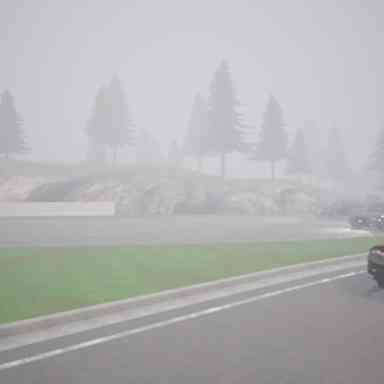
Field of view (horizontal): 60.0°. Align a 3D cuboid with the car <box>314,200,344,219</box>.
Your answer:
[{"bbox_3d":[12.469,1.424,27.805,4.902,1.511,2.128,0,0,-22],"label":"car"}]

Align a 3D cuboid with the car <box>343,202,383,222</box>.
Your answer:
[{"bbox_3d":[11.588,1.509,19.948,4.181,1.385,1.994,0,0,-21],"label":"car"}]

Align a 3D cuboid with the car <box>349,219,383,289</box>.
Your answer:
[{"bbox_3d":[6.060,1.466,7.627,4.902,1.511,2.128,0,0,-31],"label":"car"}]

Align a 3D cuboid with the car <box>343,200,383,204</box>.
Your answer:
[{"bbox_3d":[13.966,1.437,24.636,4.892,1.490,1.837,0,0,-22],"label":"car"}]
